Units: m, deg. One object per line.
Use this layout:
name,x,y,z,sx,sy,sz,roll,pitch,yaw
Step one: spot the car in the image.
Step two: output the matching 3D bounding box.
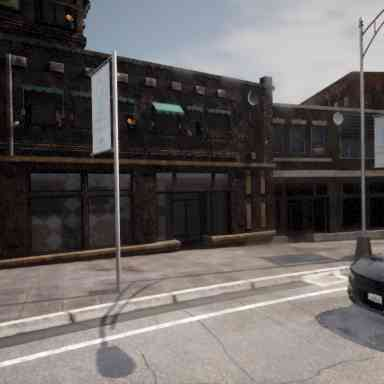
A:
car,5.304,1.463,6.410,5.008,1.535,1.882,0,0,-23
